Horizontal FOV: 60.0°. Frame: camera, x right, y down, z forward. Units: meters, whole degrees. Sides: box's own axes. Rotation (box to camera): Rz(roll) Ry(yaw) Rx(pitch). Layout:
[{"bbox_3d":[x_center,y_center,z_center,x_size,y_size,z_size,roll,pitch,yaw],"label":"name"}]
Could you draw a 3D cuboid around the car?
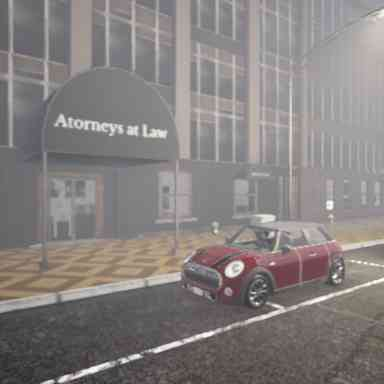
[{"bbox_3d":[1.739,1.458,7.800,4.097,1.590,1.967,0,0,-35],"label":"car"}]
